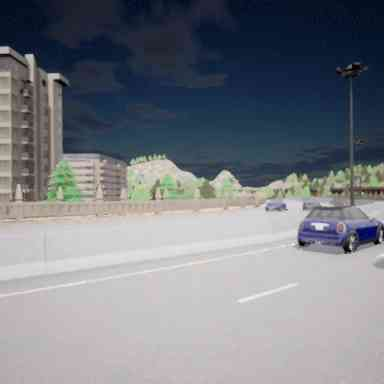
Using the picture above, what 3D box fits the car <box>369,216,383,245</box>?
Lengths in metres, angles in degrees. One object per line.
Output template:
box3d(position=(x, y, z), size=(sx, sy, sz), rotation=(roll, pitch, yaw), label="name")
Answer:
box3d(position=(7.752, 1.503, 10.546), size=(4.902, 1.511, 2.128), rotation=(0, 0, -43), label="car")

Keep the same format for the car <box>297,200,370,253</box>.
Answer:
box3d(position=(6.403, 1.382, 14.077), size=(4.553, 1.767, 2.097), rotation=(0, 0, -43), label="car")

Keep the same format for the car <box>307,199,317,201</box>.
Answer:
box3d(position=(15.888, 1.711, 44.059), size=(1.812, 1.442, 4.674), rotation=(0, -1, 28), label="car")

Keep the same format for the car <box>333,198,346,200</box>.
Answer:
box3d(position=(17.911, 1.500, 40.497), size=(2.097, 1.767, 4.553), rotation=(-1, 0, 29), label="car")

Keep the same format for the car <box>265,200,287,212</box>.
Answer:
box3d(position=(10.700, 1.717, 41.973), size=(1.812, 1.442, 4.674), rotation=(0, -1, 31), label="car")
